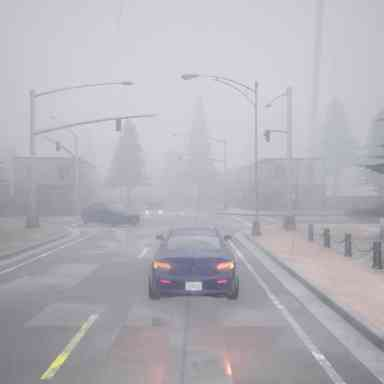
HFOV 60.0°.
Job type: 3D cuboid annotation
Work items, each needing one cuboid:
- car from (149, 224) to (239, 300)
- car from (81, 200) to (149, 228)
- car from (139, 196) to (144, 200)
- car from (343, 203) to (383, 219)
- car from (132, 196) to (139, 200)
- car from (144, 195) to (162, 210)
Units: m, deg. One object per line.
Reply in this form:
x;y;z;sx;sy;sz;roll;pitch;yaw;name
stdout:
0.042;1.526;8.280;1.812;1.442;4.674;0;0;0;car
-5.467;1.467;22.388;5.008;1.535;1.882;0;-1;41;car
-6.675;1.318;52.996;2.097;1.767;4.553;0;0;-15;car
15.450;1.585;28.152;4.718;1.301;1.895;0;0;2;car
-10.066;1.470;62.803;1.837;1.490;4.892;0;0;-23;car
-4.927;1.443;43.109;1.882;1.535;5.008;0;0;-6;car
